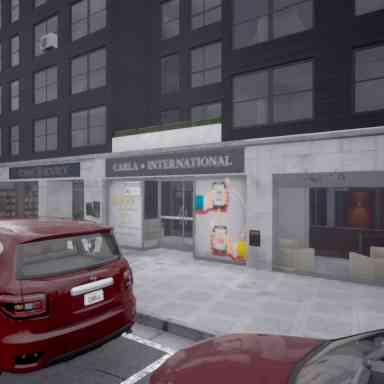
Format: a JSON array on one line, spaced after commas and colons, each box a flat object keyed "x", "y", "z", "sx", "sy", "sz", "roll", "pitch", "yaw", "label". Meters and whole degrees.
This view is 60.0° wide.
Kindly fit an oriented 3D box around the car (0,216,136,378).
[{"x": -3.091, "y": 1.313, "z": 5.274, "sx": 5.009, "sy": 1.841, "sz": 2.192, "roll": 0, "pitch": 0, "yaw": 35, "label": "car"}]

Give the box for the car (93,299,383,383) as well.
[{"x": 1.522, "y": 1.582, "z": 1.993, "sx": 4.206, "sy": 1.307, "sz": 1.802, "roll": 0, "pitch": 0, "yaw": 35, "label": "car"}]
